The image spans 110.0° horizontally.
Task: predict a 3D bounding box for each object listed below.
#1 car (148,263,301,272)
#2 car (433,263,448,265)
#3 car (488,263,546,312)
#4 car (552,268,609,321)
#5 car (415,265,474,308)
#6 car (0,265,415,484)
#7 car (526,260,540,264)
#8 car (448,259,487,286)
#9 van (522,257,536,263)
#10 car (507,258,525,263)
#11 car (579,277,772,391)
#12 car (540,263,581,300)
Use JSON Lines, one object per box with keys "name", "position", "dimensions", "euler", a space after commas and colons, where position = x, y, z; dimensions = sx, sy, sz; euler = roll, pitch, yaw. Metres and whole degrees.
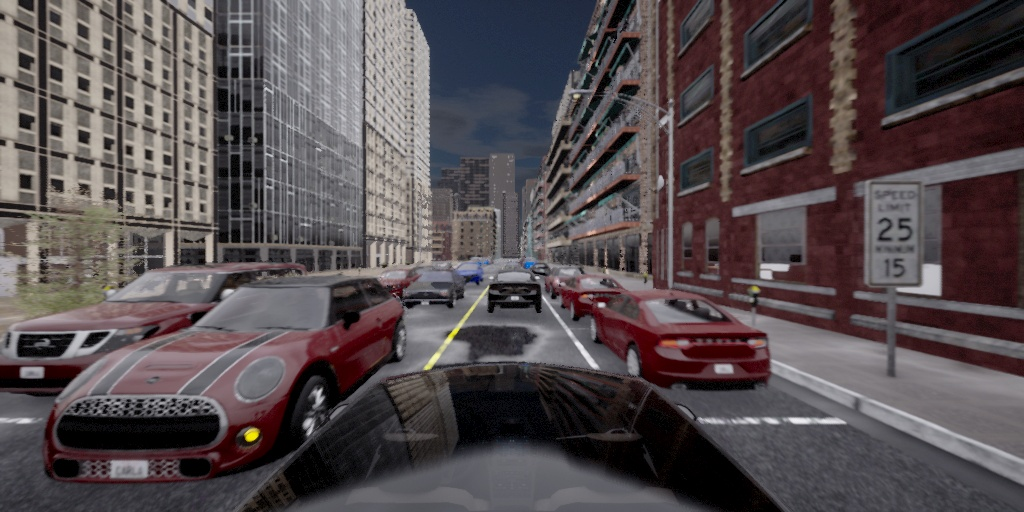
{"name": "car", "position": [-5.694, 1.064, 6.770], "dimensions": [2.192, 1.841, 5.009], "euler": [0, 0, 0]}
{"name": "car", "position": [-5.698, 1.314, 23.353], "dimensions": [1.948, 1.339, 4.313], "euler": [0, 0, 0]}
{"name": "car", "position": [0.097, 1.225, 14.214], "dimensions": [1.882, 1.535, 5.008], "euler": [0, 0, 0]}
{"name": "car", "position": [2.685, 1.293, 12.299], "dimensions": [1.888, 1.381, 4.507], "euler": [0, 0, 0]}
{"name": "car", "position": [-3.086, 1.295, 15.425], "dimensions": [2.033, 1.411, 5.357], "euler": [0, 0, 0]}
{"name": "car", "position": [-3.071, 1.101, 5.097], "dimensions": [2.097, 1.767, 4.553], "euler": [0, 0, -1]}
{"name": "car", "position": [2.679, 1.318, 34.409], "dimensions": [1.948, 1.339, 4.313], "euler": [0, 0, 0]}
{"name": "car", "position": [-3.091, 1.226, 25.865], "dimensions": [1.882, 1.535, 5.008], "euler": [0, 0, 0]}
{"name": "van", "position": [2.675, 1.102, 50.992], "dimensions": [1.690, 1.789, 3.998], "euler": [0, 0, 0]}
{"name": "car", "position": [0.087, 1.303, 41.150], "dimensions": [2.033, 1.411, 5.357], "euler": [0, 0, 0]}
{"name": "car", "position": [2.686, 1.294, 6.772], "dimensions": [1.888, 1.381, 4.507], "euler": [0, 0, 0]}
{"name": "car", "position": [2.683, 1.187, 17.827], "dimensions": [1.967, 1.591, 4.097], "euler": [0, 0, 0]}
